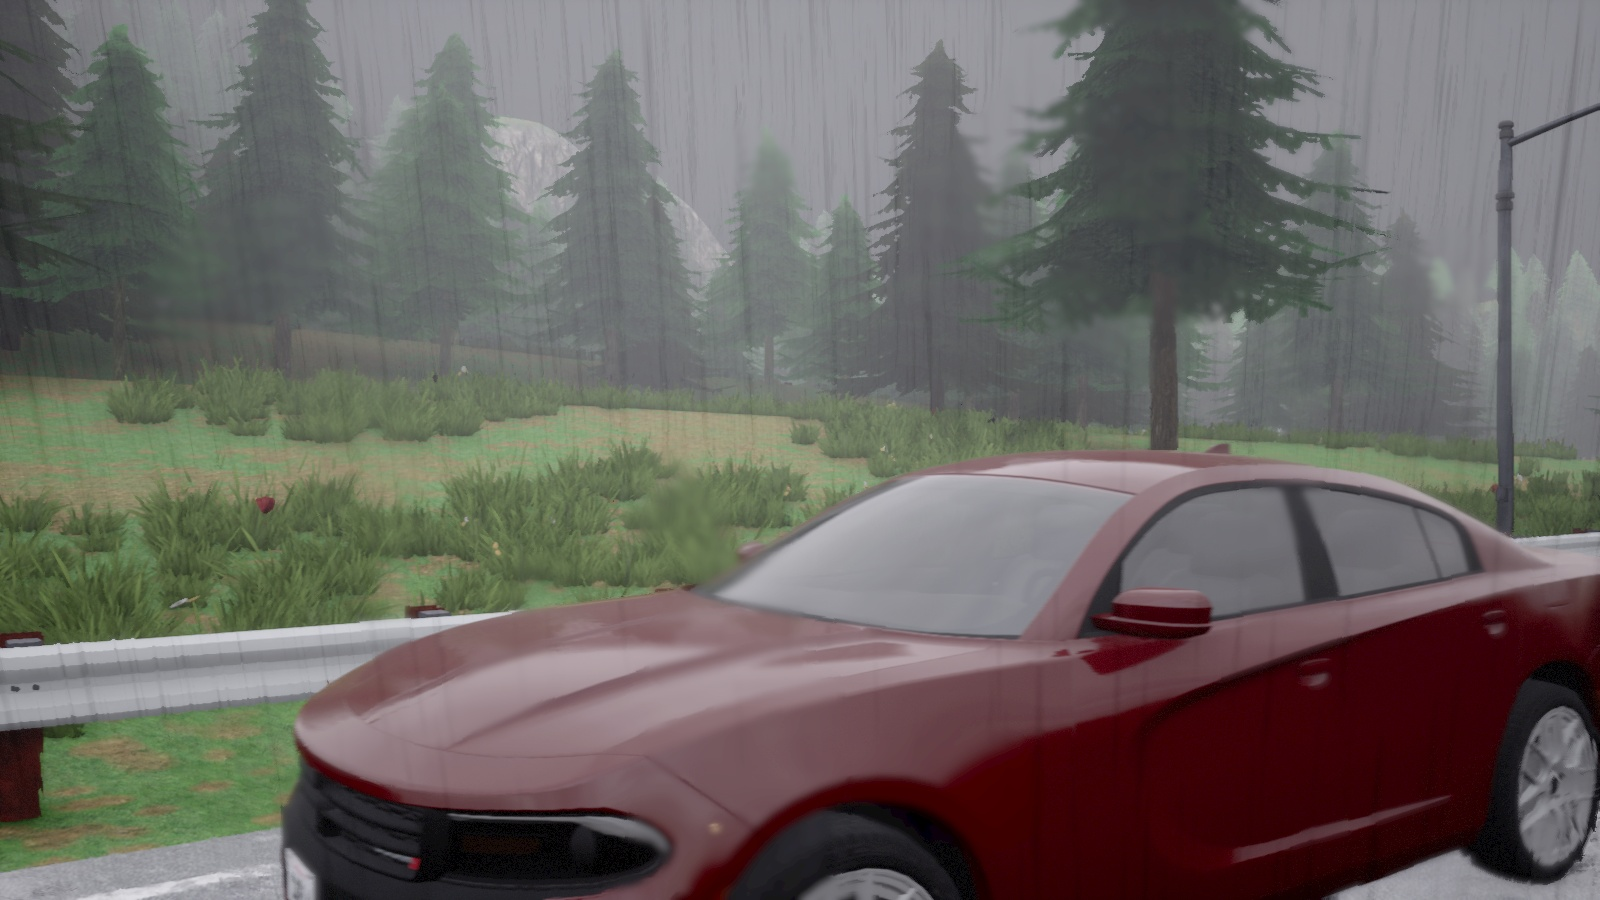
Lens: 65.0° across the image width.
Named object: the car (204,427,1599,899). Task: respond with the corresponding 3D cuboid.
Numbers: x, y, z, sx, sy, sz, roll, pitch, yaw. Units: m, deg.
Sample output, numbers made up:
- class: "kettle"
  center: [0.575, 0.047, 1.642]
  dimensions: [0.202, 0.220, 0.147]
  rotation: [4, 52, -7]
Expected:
- class: "car"
  center: [0.879, 0.734, 4.271]
  dimensions: [5.008, 1.535, 1.882]
  rotation: [0, 0, -35]
